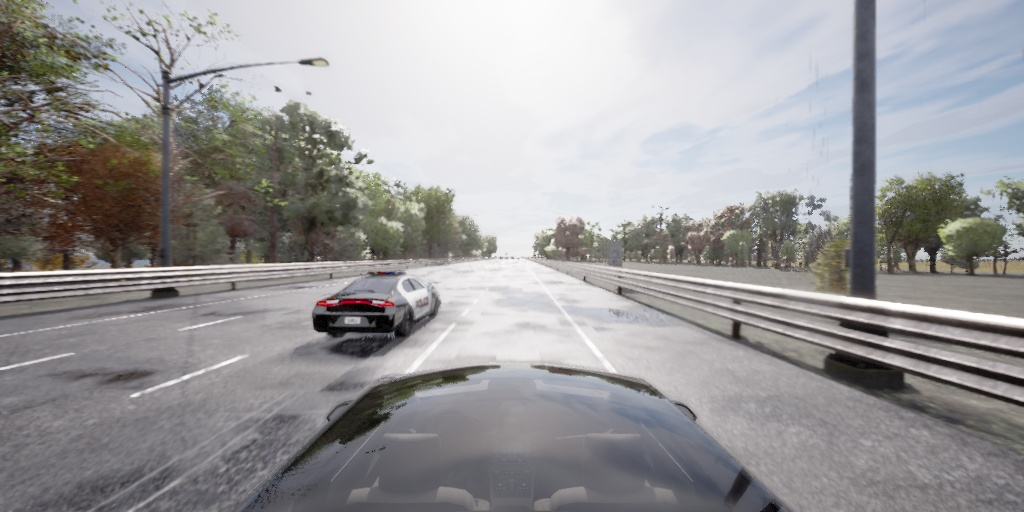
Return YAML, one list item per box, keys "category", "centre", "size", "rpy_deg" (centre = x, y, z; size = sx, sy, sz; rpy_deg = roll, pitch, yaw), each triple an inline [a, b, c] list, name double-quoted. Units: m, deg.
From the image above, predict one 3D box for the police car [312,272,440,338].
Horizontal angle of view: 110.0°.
- category: "police car"
  centre: [-3.429, 1.229, 10.250]
  size: [2.038, 1.542, 4.974]
  rpy_deg: [0, 0, 1]
